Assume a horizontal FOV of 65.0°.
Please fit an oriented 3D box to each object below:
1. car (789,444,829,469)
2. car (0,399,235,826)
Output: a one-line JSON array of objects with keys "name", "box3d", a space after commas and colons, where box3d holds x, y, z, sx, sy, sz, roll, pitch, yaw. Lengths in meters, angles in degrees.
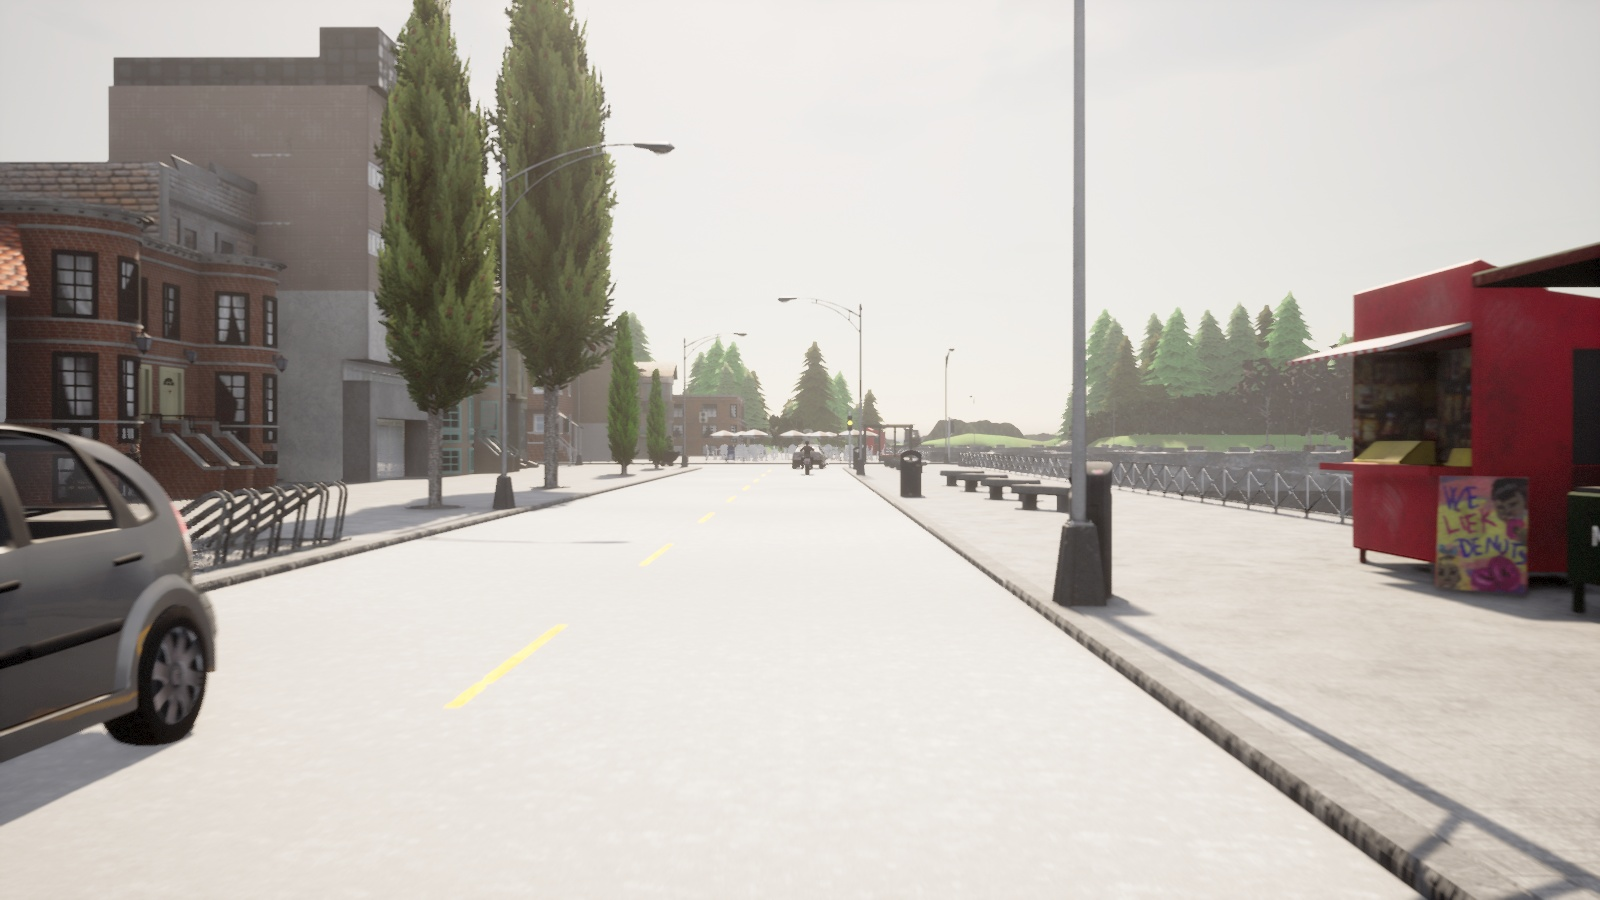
[{"name": "car", "box3d": [0.567, 0.376, 74.258, 2.033, 1.411, 5.357, 0, 0, 4]}, {"name": "car", "box3d": [-3.958, 0.615, 4.717, 1.851, 1.617, 3.988, 0, 0, 0]}]
